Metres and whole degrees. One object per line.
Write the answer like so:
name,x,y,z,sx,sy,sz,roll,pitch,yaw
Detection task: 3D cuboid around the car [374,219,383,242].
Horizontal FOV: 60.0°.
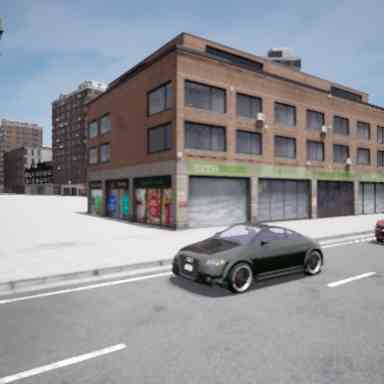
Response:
car,10.060,1.411,14.805,5.008,1.535,1.882,0,0,-35

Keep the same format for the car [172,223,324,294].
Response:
car,1.564,1.540,8.771,4.181,1.385,1.994,0,0,-35
